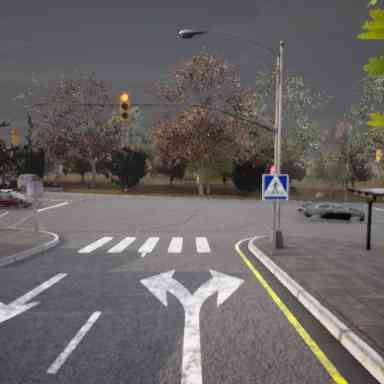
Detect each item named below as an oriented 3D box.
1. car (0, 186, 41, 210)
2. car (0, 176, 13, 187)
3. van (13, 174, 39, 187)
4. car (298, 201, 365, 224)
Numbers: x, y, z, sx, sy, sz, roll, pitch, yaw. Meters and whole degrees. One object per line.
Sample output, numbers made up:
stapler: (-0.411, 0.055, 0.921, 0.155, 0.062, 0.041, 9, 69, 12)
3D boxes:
car: (-14.903, 0.586, 27.307, 4.674, 1.442, 1.812, 2, 5, 5)
car: (-23.234, -1.204, 41.624, 2.185, 1.767, 4.553, 0, 5, -13)
van: (-20.265, -1.178, 41.225, 1.878, 1.987, 4.442, 1, 5, -14)
car: (10.715, 1.509, 25.617, 4.902, 1.511, 2.128, 2, 5, 2)
